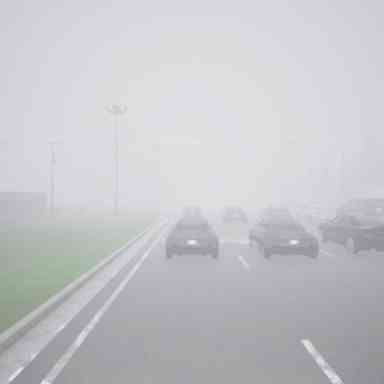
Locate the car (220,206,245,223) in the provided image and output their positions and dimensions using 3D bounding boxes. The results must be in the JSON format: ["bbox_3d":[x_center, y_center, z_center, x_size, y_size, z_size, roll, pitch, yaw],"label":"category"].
[{"bbox_3d":[3.526,1.875,28.382,1.994,1.385,4.181,0,-1,1],"label":"car"}]

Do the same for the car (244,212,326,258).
[{"bbox_3d":[3.518,1.712,13.436,1.994,1.385,4.181,0,-1,0],"label":"car"}]

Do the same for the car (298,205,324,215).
[{"bbox_3d":[10.530,1.841,28.839,1.812,1.442,4.674,0,0,1],"label":"car"}]

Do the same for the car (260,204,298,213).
[{"bbox_3d":[7.025,1.804,28.443,2.128,1.511,4.902,0,0,0],"label":"car"}]

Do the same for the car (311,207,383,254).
[{"bbox_3d":[7.025,1.633,14.181,1.882,1.535,5.008,0,0,0],"label":"car"}]

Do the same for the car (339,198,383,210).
[{"bbox_3d":[14.015,1.526,27.516,2.150,2.045,5.566,0,0,0],"label":"car"}]

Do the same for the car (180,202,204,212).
[{"bbox_3d":[0.014,1.848,27.479,2.033,1.411,5.357,0,-1,0],"label":"car"}]

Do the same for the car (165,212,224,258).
[{"bbox_3d":[0.018,1.712,13.427,1.994,1.385,4.181,0,-1,0],"label":"car"}]
